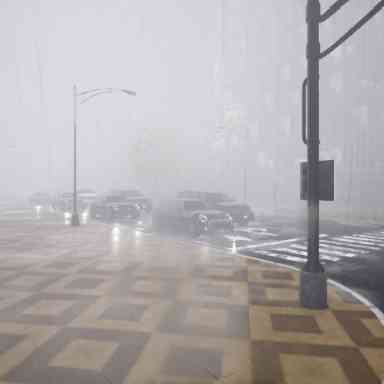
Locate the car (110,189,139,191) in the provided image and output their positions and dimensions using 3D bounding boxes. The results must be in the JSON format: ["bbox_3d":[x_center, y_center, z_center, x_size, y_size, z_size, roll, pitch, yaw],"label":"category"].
[{"bbox_3d":[-5.481,0.754,28.630,2.150,2.045,5.566,0,1,-38],"label":"car"}]

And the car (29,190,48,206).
[{"bbox_3d":[-17.808,0.772,39.097,1.812,1.442,4.674,0,1,-38],"label":"car"}]

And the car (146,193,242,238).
[{"bbox_3d":[-0.051,1.125,16.510,2.097,1.767,4.553,0,1,-38],"label":"car"}]

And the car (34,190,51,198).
[{"bbox_3d":[-28.714,0.281,63.768,1.812,1.442,4.674,0,1,-38],"label":"car"}]

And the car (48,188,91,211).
[{"bbox_3d":[-11.496,0.786,31.019,2.097,1.767,4.553,0,1,-38],"label":"car"}]

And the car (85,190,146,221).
[{"bbox_3d":[-5.464,0.965,23.355,2.097,1.767,4.553,0,1,-38],"label":"car"}]

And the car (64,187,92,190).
[{"bbox_3d":[-12.098,0.558,37.067,2.150,2.045,5.566,0,1,-37],"label":"car"}]

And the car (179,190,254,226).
[{"bbox_3d":[1.141,0.951,20.205,2.150,2.045,5.566,0,1,-40],"label":"car"}]
